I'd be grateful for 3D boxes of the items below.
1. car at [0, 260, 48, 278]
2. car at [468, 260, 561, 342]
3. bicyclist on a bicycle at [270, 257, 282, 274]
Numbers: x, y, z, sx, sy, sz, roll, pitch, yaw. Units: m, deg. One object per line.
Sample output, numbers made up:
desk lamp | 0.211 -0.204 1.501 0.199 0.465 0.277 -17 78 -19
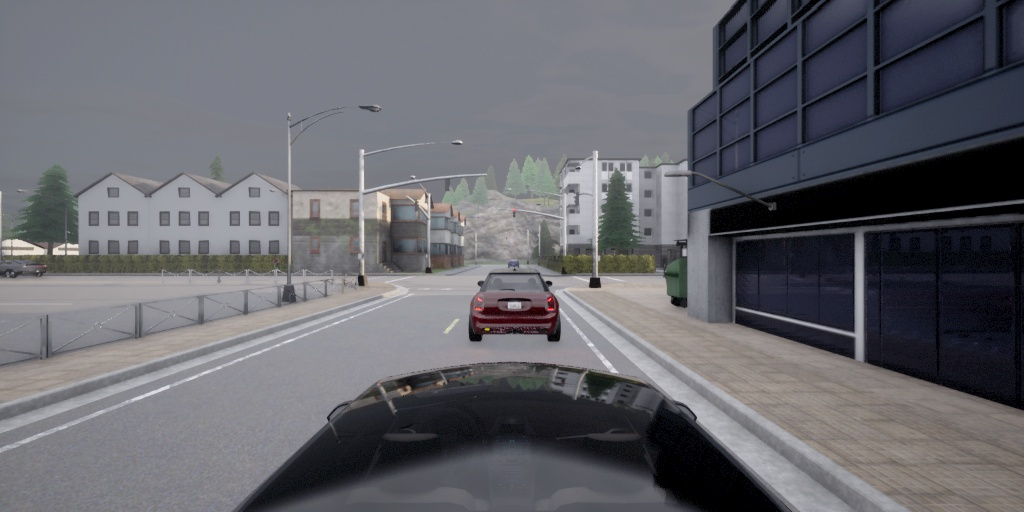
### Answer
car | -42.115 1.065 30.041 4.902 1.511 2.128 0 0 0
car | 0.081 1.102 9.970 2.097 1.767 4.553 0 0 1
bicyclist on a bicycle | -22.227 0.874 33.802 0.582 1.620 1.656 0 0 0
